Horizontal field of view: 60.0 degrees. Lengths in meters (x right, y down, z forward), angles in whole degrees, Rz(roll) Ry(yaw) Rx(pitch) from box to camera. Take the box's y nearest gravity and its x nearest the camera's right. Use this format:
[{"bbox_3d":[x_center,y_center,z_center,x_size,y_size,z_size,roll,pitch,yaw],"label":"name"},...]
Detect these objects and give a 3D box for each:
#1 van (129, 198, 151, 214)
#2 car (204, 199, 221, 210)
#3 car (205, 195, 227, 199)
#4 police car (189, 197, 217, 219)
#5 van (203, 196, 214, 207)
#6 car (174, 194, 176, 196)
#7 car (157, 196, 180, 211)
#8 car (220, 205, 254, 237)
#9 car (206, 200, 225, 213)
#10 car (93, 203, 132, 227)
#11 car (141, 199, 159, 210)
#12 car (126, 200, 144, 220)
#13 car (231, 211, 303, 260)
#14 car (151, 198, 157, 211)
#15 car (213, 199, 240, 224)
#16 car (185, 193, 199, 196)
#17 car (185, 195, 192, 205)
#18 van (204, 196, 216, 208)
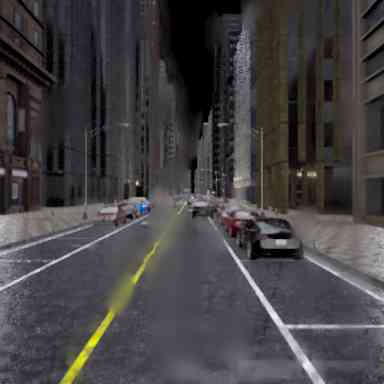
[{"bbox_3d":[-5.723,1.467,34.902,1.690,1.788,3.998,0,0,0],"label":"van"},{"bbox_3d":[2.814,1.719,46.145,2.008,1.369,4.403,0,0,0],"label":"car"},{"bbox_3d":[2.802,1.442,34.909,2.192,1.841,5.009,0,0,0],"label":"car"},{"bbox_3d":[0.935,1.537,30.843,1.930,1.638,5.238,0,0,0],"label":"police car"},{"bbox_3d":[2.826,1.552,57.384,1.690,1.788,3.998,0,0,0],"label":"van"},{"bbox_3d":[-5.667,1.904,85.466,1.802,1.307,4.206,0,0,0],"label":"car"},{"bbox_3d":[-3.040,1.650,43.546,2.128,1.511,4.902,0,0,0],"label":"car"},{"bbox_3d":[2.783,1.610,18.052,1.887,1.381,4.507,0,0,0],"label":"car"},{"bbox_3d":[2.808,1.713,40.527,1.947,1.339,4.313,0,0,0],"label":"car"},{"bbox_3d":[-5.736,1.667,23.665,1.802,1.307,4.206,0,0,0],"label":"car"},{"bbox_3d":[-5.711,1.734,46.138,1.947,1.339,4.313,0,0,0],"label":"car"},{"bbox_3d":[-5.730,1.672,29.283,1.947,1.339,4.313,0,0,0],"label":"car"},{"bbox_3d":[2.777,1.611,12.433,1.947,1.339,4.313,0,0,0],"label":"car"},{"bbox_3d":[-5.717,1.692,40.520,1.887,1.381,4.507,0,0,0],"label":"car"},{"bbox_3d":[2.789,1.526,23.671,1.967,1.590,4.097,0,0,0],"label":"car"},{"bbox_3d":[0.094,1.387,83.381,2.150,2.045,5.566,0,0,0],"label":"car"},{"bbox_3d":[0.073,1.803,64.632,1.994,1.385,4.181,0,0,0],"label":"car"},{"bbox_3d":[2.820,1.531,51.765,1.690,1.788,3.998,0,0,0],"label":"van"}]
